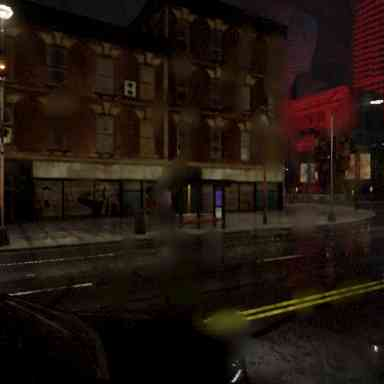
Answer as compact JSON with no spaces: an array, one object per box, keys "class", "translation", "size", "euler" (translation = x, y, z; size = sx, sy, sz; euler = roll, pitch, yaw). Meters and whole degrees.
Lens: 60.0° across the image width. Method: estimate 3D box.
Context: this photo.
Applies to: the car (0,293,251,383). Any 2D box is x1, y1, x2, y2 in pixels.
[{"class":"car","translation":[-1.684,1.525,2.358],"size":[4.674,1.442,1.812],"euler":[0,0,-30]}]
